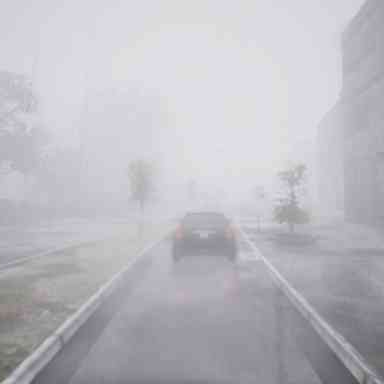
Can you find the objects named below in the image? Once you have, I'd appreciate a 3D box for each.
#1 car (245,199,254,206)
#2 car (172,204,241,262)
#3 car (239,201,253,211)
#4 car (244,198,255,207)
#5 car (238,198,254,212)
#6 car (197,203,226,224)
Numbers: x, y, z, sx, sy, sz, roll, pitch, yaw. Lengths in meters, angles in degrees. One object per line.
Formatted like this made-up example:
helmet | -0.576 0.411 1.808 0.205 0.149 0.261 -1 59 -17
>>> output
car | 14.839 2.645 85.514 2.185 1.767 4.553 0 -1 11
car | 0.487 1.409 12.541 2.097 1.767 4.553 0 0 3
car | 8.604 2.194 52.896 2.163 1.488 4.792 0 -1 11
car | 13.810 2.422 80.129 2.435 2.045 5.566 0 -1 11
car | 7.596 2.060 47.491 2.097 1.535 5.008 -1 -1 10
car | 1.723 1.717 27.820 2.128 1.511 4.902 0 -1 6
